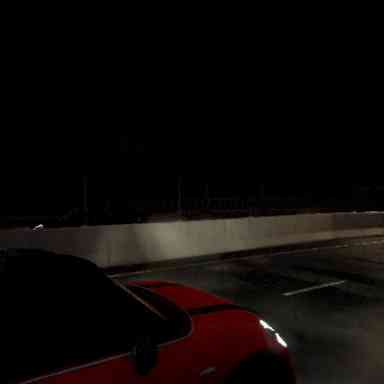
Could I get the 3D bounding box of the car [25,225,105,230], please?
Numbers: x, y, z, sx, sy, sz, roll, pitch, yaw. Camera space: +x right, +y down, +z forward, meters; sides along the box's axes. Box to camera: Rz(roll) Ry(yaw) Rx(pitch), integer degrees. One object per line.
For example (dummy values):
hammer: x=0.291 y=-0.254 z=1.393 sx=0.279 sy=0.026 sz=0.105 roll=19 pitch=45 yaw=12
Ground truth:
car: x=-3.960 y=1.333 z=5.083 sx=4.553 sy=1.767 sz=2.097 roll=0 pitch=0 yaw=-35

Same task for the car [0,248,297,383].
car: x=-1.226 y=1.342 z=2.728 sx=4.553 sy=1.767 sz=2.097 roll=0 pitch=0 yaw=-35

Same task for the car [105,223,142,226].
car: x=-4.314 y=1.304 z=13.460 sx=4.553 sy=1.767 sz=2.097 roll=0 pitch=0 yaw=-32
